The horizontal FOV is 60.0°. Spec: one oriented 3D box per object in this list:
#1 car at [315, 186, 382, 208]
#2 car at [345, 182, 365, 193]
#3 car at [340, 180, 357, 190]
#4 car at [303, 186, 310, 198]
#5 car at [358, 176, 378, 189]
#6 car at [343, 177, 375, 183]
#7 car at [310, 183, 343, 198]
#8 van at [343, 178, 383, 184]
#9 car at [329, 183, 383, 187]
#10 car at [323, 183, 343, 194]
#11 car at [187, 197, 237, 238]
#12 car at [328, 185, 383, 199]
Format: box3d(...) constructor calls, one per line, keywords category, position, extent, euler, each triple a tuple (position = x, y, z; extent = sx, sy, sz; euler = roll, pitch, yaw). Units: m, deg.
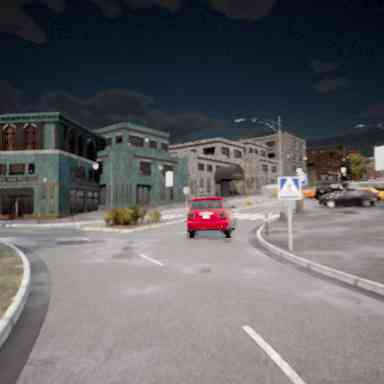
box3d(category="car", position=(14.209, 0.628, 30.603), extent=(4.892, 1.521, 2.231), euler=(-3, 2, 19))
box3d(category="car", position=(26.362, -0.724, 53.736), extent=(1.812, 1.442, 4.674), euler=(-3, 2, 39))
box3d(category="car", position=(29.850, -1.385, 63.288), extent=(1.837, 1.490, 4.892), euler=(-3, 2, 39))
box3d(category="car", position=(16.951, -0.083, 46.993), extent=(2.097, 1.767, 4.553), euler=(-3, 2, 37))
box3d(category="car", position=(32.639, -1.798, 61.591), extent=(2.150, 2.045, 5.566), euler=(-3, 2, 39))
box3d(category="car", position=(21.777, -0.376, 40.077), extent=(5.566, 2.045, 2.435), euler=(-3, 2, 19))
box3d(category="car", position=(17.391, -0.135, 42.402), extent=(2.150, 2.045, 5.566), euler=(-3, 2, 38))
box3d(category="van", position=(20.017, -0.169, 37.667), extent=(4.442, 1.987, 1.878), euler=(-3, 2, 19))
box3d(category="car", position=(17.841, 0.256, 35.397), extent=(5.366, 1.575, 1.946), euler=(-3, 2, 19))
box3d(category="car", position=(23.574, -0.569, 55.450), extent=(1.812, 1.442, 4.674), euler=(-3, 2, 39))
box3d(category="car", position=(1.210, 1.336, 18.662), extent=(2.150, 2.045, 5.566), euler=(-2, -1, 11))
box3d(category="car", position=(16.119, 0.479, 32.967), extent=(4.674, 1.452, 2.002), euler=(-3, 2, 19))
